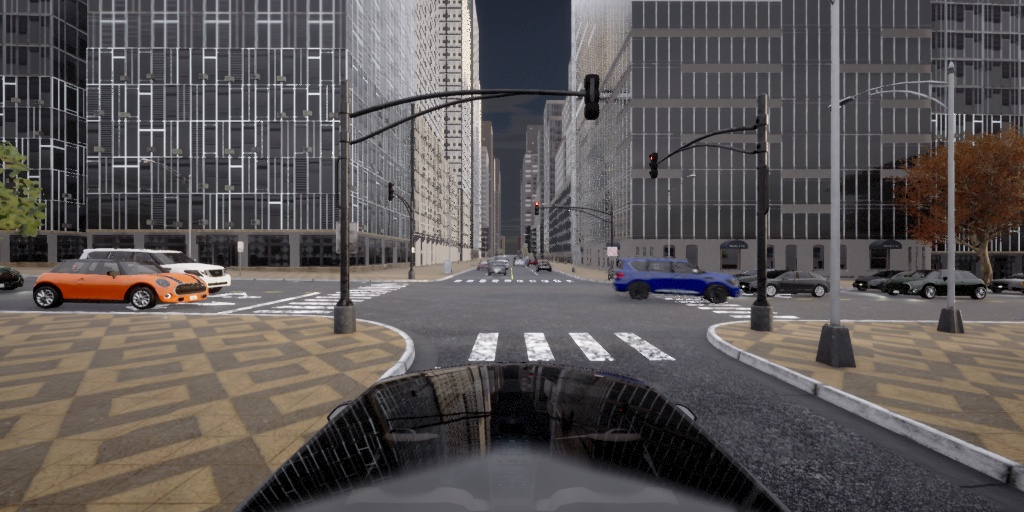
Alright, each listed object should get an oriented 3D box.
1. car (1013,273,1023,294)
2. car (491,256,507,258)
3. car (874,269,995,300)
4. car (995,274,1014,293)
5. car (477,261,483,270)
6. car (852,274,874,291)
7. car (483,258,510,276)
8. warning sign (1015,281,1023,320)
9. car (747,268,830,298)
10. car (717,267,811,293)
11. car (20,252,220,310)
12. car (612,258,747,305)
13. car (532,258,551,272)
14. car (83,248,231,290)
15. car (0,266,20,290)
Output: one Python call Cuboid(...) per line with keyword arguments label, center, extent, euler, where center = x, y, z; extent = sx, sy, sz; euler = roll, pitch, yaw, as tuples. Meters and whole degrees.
Cuboid(label="car", center=(34.566, 1.943, 21.749), extent=(5.357, 1.411, 2.033), euler=(1, 0, -2))
Cuboid(label="car", center=(-1.533, 0.975, 52.067), extent=(2.150, 2.045, 5.566), euler=(0, 1, 0))
Cuboid(label="car", center=(24.981, 1.576, 21.316), extent=(4.553, 1.767, 2.097), euler=(1, 0, -3))
Cuboid(label="car", center=(36.442, 1.933, 25.085), extent=(4.892, 1.490, 1.837), euler=(1, 0, -2))
Cuboid(label="car", center=(-3.995, 1.343, 50.815), extent=(1.802, 1.307, 4.207), euler=(0, 0, 0))
Cuboid(label="car", center=(26.284, 1.751, 24.629), extent=(4.892, 1.490, 1.837), euler=(1, 0, -3))
Cuboid(label="car", center=(-1.480, 1.257, 37.114), extent=(2.128, 1.511, 4.902), euler=(0, 0, 0))
Cuboid(label="warning sign", center=(17.280, 1.204, 11.506), extent=(1.060, 1.860, 1.300), euler=(0, 0, -3))
Cuboid(label="car", center=(15.810, 1.564, 20.910), extent=(4.892, 1.490, 1.837), euler=(1, 0, -4))
Cuboid(label="car", center=(16.899, 1.569, 24.202), extent=(4.902, 1.511, 2.128), euler=(1, 0, -3))
Cuboid(label="car", center=(-13.726, 0.876, 12.839), extent=(4.553, 1.767, 2.097), euler=(1, 0, -3))
Cuboid(label="car", center=(7.752, 1.137, 17.449), extent=(5.566, 2.045, 2.150), euler=(1, 1, 17))
Cuboid(label="car", center=(3.954, 1.329, 45.317), extent=(1.948, 1.339, 4.313), euler=(0, 0, 0))
Cuboid(label="car", center=(-15.927, 0.704, 15.992), extent=(5.566, 2.045, 2.150), euler=(1, 0, -3))
Cuboid(label="car", center=(-24.621, 0.675, 15.599), extent=(4.553, 1.767, 2.097), euler=(1, 0, -2))
